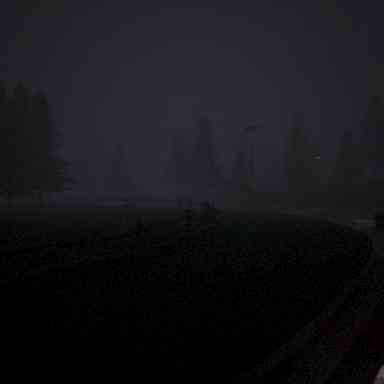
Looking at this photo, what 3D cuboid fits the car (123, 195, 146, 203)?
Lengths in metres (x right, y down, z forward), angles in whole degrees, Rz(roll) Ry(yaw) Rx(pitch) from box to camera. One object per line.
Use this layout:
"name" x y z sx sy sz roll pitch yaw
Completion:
"car" -10.534 1.264 60.497 4.892 1.490 1.837 0 0 35

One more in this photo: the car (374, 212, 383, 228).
"car" 11.210 1.436 17.589 1.895 1.301 4.718 0 0 14
